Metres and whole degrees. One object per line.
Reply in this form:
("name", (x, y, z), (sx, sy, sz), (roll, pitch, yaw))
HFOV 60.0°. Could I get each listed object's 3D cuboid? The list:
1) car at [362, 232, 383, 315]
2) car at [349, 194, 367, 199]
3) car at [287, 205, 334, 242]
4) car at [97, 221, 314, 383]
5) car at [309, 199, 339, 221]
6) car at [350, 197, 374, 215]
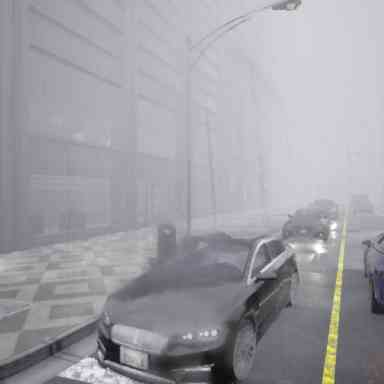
("car", (4.707, 1.527, 6.990), (1.812, 1.442, 4.674), (0, 0, 25))
("car", (21.925, 1.236, 43.570), (2.150, 2.045, 5.566), (0, 0, 25))
("car", (5.794, 1.567, 16.578), (1.994, 1.385, 4.181), (0, 0, 25))
("car", (0.544, 1.491, 5.670), (2.128, 1.511, 4.902), (0, 0, 28))
("car", (10.777, 1.358, 27.142), (2.097, 1.767, 4.553), (0, 0, 25))
("car", (17.507, 1.558, 34.076), (2.033, 1.411, 5.357), (0, 0, 26))
